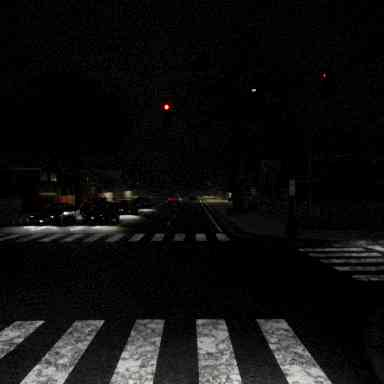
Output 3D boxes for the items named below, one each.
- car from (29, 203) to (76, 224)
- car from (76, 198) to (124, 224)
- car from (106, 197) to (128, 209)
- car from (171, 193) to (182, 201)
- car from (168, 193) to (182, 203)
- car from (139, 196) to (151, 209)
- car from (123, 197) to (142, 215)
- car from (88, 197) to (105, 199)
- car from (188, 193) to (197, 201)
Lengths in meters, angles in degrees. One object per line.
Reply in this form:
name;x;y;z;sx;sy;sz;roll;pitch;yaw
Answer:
car;-9.838;1.512;24.369;2.033;1.411;5.357;0;0;0
car;-6.586;1.469;24.446;1.837;1.490;4.892;0;0;0
car;-9.817;1.432;43.800;1.895;1.301;4.718;0;1;0
car;-3.114;0.938;67.733;2.128;1.511;4.902;0;1;0
car;-3.120;1.211;57.748;1.895;1.301;4.718;0;1;0
car;-6.565;1.337;43.747;1.837;1.490;4.892;0;1;0
car;-6.578;1.500;33.343;1.994;1.385;4.181;0;0;0
car;-9.830;1.285;33.753;2.097;1.767;4.553;0;0;0
car;0.139;0.935;67.041;1.882;1.535;5.008;0;1;0
